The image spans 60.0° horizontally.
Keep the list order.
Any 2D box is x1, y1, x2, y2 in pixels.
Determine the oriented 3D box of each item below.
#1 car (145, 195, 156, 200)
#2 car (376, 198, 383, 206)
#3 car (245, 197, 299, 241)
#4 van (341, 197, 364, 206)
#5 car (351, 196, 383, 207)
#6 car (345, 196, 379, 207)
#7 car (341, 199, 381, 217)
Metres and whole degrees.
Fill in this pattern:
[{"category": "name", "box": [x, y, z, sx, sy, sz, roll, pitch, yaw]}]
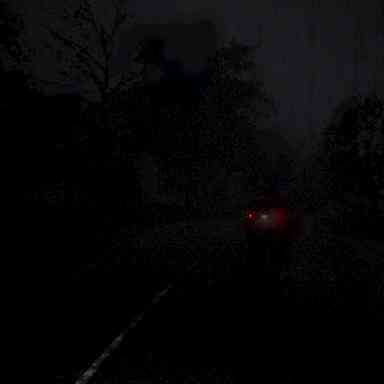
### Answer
[{"category": "car", "box": [-9.834, 1.314, 75.403, 1.882, 1.535, 5.008, 1, -1, 16]}, {"category": "car", "box": [46.964, 2.551, 81.695, 2.097, 1.767, 4.553, 1, -2, 17]}, {"category": "car", "box": [4.290, 1.270, 17.488, 2.150, 2.045, 5.566, 0, 0, 21]}, {"category": "van", "box": [36.234, 2.181, 74.981, 4.442, 1.987, 1.878, 1, -2, 17]}, {"category": "car", "box": [31.188, 1.702, 59.136, 5.566, 2.045, 2.435, 1, -1, 17]}, {"category": "car", "box": [32.802, 1.819, 64.353, 5.566, 2.045, 2.435, 1, -1, 17]}, {"category": "car", "box": [16.856, 1.738, 33.542, 4.181, 1.385, 1.994, 1, 0, -39]}]
